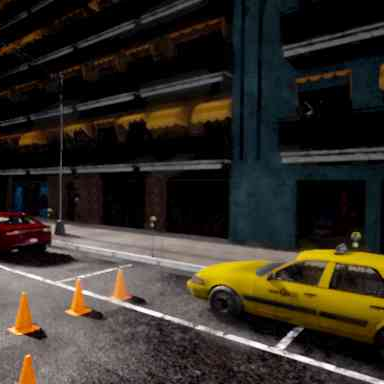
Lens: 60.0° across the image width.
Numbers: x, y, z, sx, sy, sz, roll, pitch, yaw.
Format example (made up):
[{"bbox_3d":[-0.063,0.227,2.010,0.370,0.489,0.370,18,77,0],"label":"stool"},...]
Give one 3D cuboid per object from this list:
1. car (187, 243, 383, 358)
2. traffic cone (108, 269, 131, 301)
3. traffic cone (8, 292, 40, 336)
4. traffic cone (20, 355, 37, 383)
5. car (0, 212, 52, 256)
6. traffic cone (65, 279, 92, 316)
[{"bbox_3d":[2.150,1.528,5.464,4.829,1.417,1.752,1,0,36],"label":"car"},{"bbox_3d":[-1.495,1.903,6.909,0.340,0.580,0.340,1,0,36],"label":"traffic cone"},{"bbox_3d":[-2.667,1.895,5.289,0.340,0.580,0.340,1,0,36],"label":"traffic cone"},{"bbox_3d":[-1.633,1.919,3.307,0.340,0.580,0.340,1,0,36],"label":"traffic cone"},{"bbox_3d":[-6.887,1.394,12.001,4.507,1.381,1.887,1,0,36],"label":"car"},{"bbox_3d":[-2.081,1.899,6.099,0.340,0.580,0.340,1,0,36],"label":"traffic cone"}]
